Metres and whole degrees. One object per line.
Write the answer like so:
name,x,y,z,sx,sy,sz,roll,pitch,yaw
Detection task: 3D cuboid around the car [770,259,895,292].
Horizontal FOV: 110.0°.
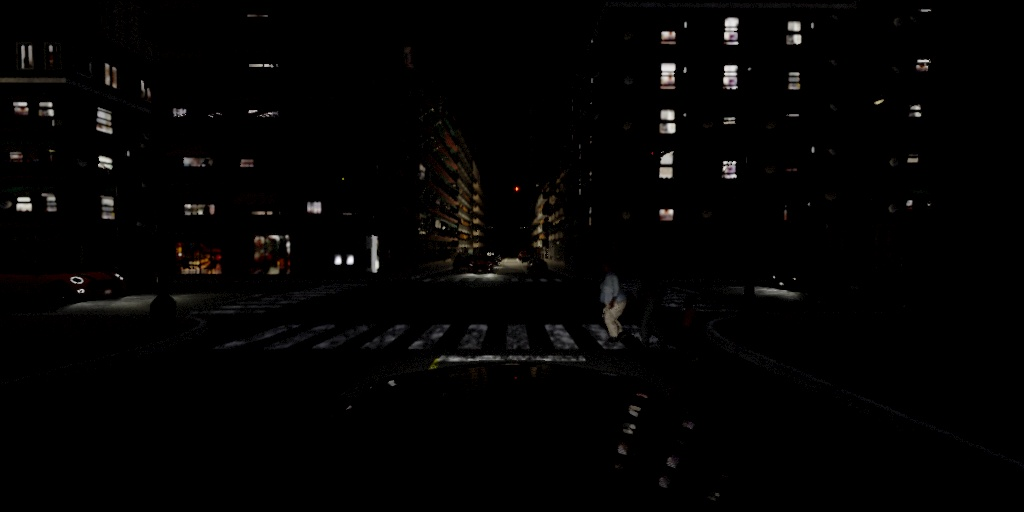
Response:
car,16.677,1.048,18.691,5.357,1.411,2.033,0,1,-1

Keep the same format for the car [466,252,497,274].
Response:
car,-2.849,0.697,34.115,2.097,1.767,4.553,0,1,0

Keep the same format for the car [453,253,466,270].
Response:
car,-5.324,0.583,40.169,2.192,1.841,5.009,0,0,0

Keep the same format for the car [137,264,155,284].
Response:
car,-23.416,1.029,20.796,4.403,1.370,2.007,0,0,-1

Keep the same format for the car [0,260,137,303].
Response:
car,-19.620,0.966,15.396,4.553,1.767,2.097,0,1,0

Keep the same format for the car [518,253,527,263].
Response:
car,2.551,0.534,62.267,1.888,1.381,4.507,0,0,0

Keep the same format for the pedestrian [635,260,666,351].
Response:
pedestrian,2.795,0.975,7.246,0.375,1.860,0.375,-1,1,0

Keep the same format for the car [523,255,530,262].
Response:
car,2.556,0.820,40.112,2.007,1.370,4.403,0,0,0

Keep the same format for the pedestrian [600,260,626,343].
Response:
pedestrian,2.198,0.970,7.847,0.375,1.860,0.375,-1,1,0

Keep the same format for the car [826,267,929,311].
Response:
car,14.727,1.207,13.276,4.313,1.339,1.948,0,0,-1

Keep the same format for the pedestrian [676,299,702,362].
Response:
pedestrian,3.293,0.982,6.647,0.375,1.860,0.375,-1,1,0

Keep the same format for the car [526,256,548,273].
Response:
car,2.557,0.921,34.573,1.802,1.307,4.207,0,0,0

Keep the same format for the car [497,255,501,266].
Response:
car,-2.841,0.660,49.128,1.837,1.490,4.892,0,1,0
